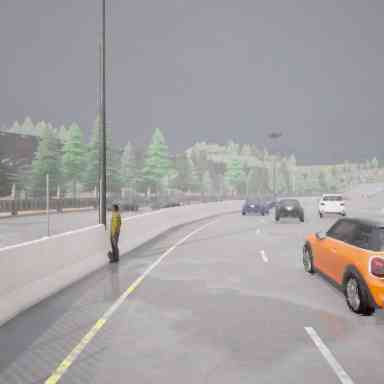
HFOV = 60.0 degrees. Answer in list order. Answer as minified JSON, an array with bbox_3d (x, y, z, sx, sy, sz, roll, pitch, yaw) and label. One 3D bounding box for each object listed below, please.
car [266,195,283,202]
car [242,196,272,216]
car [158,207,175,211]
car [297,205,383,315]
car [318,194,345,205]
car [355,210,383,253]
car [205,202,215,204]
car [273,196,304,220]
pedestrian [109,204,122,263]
[{"bbox_3d":[18.271,1.350,73.635,1.882,1.535,5.008,0,0,36],"label":"car"},{"bbox_3d":[6.434,1.352,33.257,2.097,1.767,4.553,0,0,20],"label":"car"},{"bbox_3d":[-3.075,1.352,38.289,2.097,1.767,4.553,0,0,22],"label":"car"},{"bbox_3d":[4.101,1.351,7.647,2.097,1.767,4.553,0,0,4],"label":"car"},{"bbox_3d":[13.095,1.223,31.215,2.150,2.045,5.566,0,0,21],"label":"car"},{"bbox_3d":[8.123,1.548,12.507,2.033,1.411,5.357,0,0,8],"label":"car"},{"bbox_3d":[2.500,1.491,42.519,2.128,1.511,4.902,0,0,26],"label":"car"},{"bbox_3d":[8.114,1.352,27.497,2.097,1.767,4.553,0,0,17],"label":"car"},{"bbox_3d":[-2.443,1.294,10.525,0.375,1.860,0.375,0,0,6],"label":"pedestrian"}]
